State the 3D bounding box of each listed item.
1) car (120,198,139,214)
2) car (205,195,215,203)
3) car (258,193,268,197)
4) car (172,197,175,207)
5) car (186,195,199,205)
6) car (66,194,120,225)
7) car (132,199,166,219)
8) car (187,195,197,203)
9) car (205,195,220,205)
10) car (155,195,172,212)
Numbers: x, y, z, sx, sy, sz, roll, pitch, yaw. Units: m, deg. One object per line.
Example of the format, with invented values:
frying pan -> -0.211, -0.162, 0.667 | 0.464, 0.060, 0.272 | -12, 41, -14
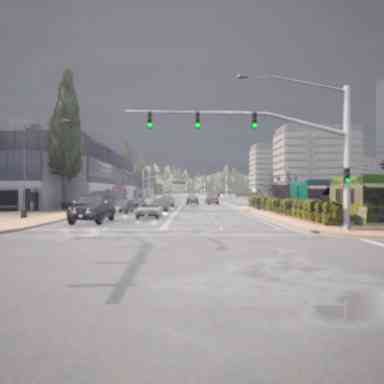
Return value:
car -> -7.090, 1.423, 33.953 | 2.128, 1.511, 4.902 | 0, 0, 0
car -> 3.519, 1.394, 65.554 | 1.812, 1.442, 4.674 | 0, 0, 0
car -> 17.810, 1.003, 75.547 | 3.866, 1.878, 1.905 | 0, 0, -2
car -> -3.570, 1.256, 47.582 | 2.097, 1.767, 4.553 | 0, 0, 0
car -> 0.112, 1.239, 55.765 | 2.097, 1.767, 4.553 | 0, 0, 0
car -> -7.106, 1.173, 24.064 | 2.150, 2.045, 5.566 | 0, 0, 1
car -> -3.592, 1.543, 28.405 | 1.895, 1.301, 4.718 | 0, 0, 0
car -> 0.022, 1.345, 65.545 | 1.882, 1.535, 5.008 | 0, 0, 0
car -> 3.516, 1.380, 55.279 | 2.128, 1.511, 4.902 | 0, 0, 0
car -> -3.587, 1.429, 37.719 | 1.837, 1.490, 4.892 | 0, 0, 0
